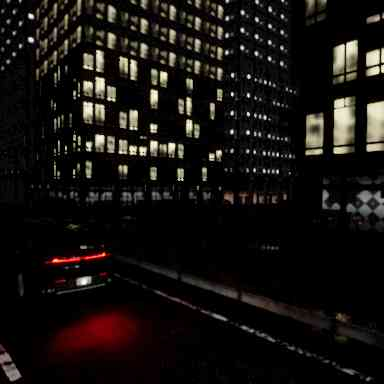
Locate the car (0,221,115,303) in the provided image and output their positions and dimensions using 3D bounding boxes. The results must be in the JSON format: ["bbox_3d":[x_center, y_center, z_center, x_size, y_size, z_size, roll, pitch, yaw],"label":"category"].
[{"bbox_3d":[-3.674,1.495,8.390,1.837,1.490,4.892,0,0,-40],"label":"car"}]

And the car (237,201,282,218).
[{"bbox_3d":[6.743,1.817,33.954,4.829,1.417,1.752,1,0,-39],"label":"car"}]

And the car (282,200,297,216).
[{"bbox_3d":[10.997,1.920,37.393,4.206,1.307,1.802,1,0,-39],"label":"car"}]

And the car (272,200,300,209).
[{"bbox_3d":[14.494,1.859,50.994,4.313,1.339,1.947,1,0,-39],"label":"car"}]

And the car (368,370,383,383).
[{"bbox_3d":[2.757,1.352,0.859,2.097,1.767,4.553,0,0,-40],"label":"car"}]

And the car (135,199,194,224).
[{"bbox_3d":[-2.159,1.509,26.756,5.009,1.841,2.192,1,0,-39],"label":"car"}]

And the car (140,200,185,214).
[{"bbox_3d":[-3.177,1.628,36.710,4.829,1.417,1.752,1,0,-39],"label":"car"}]
